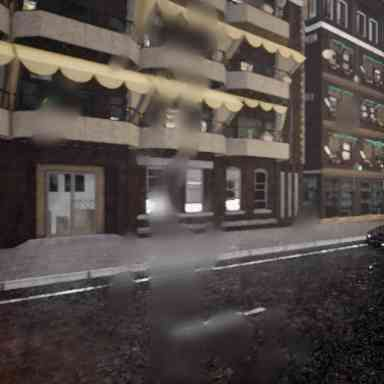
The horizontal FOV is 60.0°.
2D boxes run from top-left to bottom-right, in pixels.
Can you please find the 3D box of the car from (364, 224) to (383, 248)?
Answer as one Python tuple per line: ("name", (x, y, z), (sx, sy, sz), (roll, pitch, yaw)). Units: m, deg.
("car", (9.786, 1.730, 14.662), (5.357, 1.411, 2.033), (1, 0, -35))
